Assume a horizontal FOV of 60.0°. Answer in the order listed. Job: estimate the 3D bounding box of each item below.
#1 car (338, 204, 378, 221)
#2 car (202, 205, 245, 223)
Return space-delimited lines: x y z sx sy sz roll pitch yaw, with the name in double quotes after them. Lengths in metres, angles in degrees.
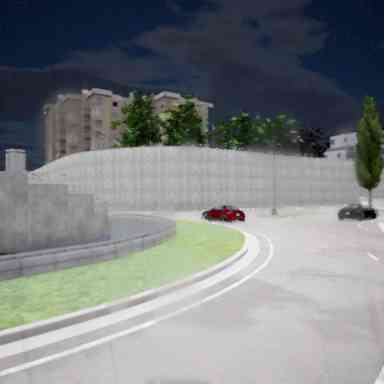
14.432 1.733 28.835 4.181 1.385 1.994 0 -1 -40 "car"
2.664 1.832 28.642 1.994 1.385 4.181 0 -1 -32 "car"
